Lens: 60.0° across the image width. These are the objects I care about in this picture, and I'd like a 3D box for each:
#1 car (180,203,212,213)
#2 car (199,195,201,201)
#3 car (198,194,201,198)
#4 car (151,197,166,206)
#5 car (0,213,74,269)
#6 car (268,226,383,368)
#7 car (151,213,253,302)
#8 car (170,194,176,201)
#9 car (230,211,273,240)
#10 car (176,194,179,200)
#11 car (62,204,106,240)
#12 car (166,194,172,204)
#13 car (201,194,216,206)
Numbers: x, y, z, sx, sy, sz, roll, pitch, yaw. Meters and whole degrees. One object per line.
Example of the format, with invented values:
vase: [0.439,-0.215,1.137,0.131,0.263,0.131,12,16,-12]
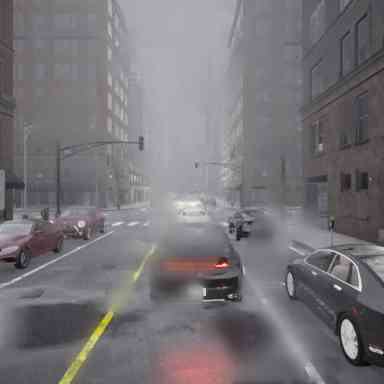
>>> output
car: [0.081,1.527,17.401,1.812,1.442,4.674,0,0,-1]
car: [2.905,1.607,64.496,2.008,1.369,4.403,0,0,0]
car: [2.923,1.524,75.314,1.967,1.590,4.097,0,0,0]
car: [-5.639,1.618,53.691,1.802,1.307,4.206,0,0,0]
car: [-5.671,1.582,11.087,1.802,1.307,4.206,0,0,0]
car: [2.855,1.551,5.586,2.008,1.369,4.403,0,0,0]
car: [0.097,1.505,8.253,1.837,1.490,4.892,0,0,0]
car: [-5.592,1.626,80.564,1.752,1.417,4.829,0,0,0]
car: [2.854,1.566,16.588,1.947,1.339,4.313,0,0,0]
car: [-5.574,1.457,91.551,2.192,1.841,5.009,0,0,0]
car: [-5.671,1.441,16.588,1.967,1.590,4.097,0,0,0]
car: [-5.620,1.607,64.508,2.008,1.369,4.403,0,0,0]
car: [2.885,1.476,53.679,1.967,1.590,4.097,0,0,0]
